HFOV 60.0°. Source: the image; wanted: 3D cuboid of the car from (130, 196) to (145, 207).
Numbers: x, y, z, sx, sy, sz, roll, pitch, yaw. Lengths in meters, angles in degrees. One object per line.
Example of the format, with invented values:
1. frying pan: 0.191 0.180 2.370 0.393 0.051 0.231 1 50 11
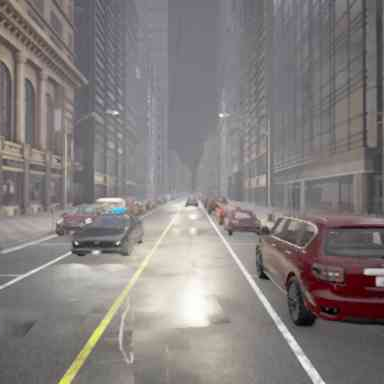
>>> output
1. car: -5.854 1.328 29.484 2.192 1.841 5.009 1 0 0

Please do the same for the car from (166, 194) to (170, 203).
1. car: -5.860 1.324 63.232 2.192 1.841 5.009 1 0 0

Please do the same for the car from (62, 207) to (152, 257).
1. car: -3.056 1.557 13.325 2.033 1.411 5.357 0 0 1

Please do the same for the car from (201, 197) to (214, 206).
1. car: 2.665 1.562 57.604 2.008 1.369 4.403 1 0 0

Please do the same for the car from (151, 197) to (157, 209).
1. car: -5.858 1.558 40.733 1.887 1.381 4.507 1 0 0

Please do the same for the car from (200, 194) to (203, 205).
1. car: 2.669 1.328 46.355 2.192 1.841 5.009 1 0 0

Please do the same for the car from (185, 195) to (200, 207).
1. car: -0.009 1.576 50.110 1.994 1.385 4.181 0 0 0

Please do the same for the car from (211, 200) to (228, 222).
1. car: 2.671 1.557 23.857 1.887 1.381 4.507 1 0 0

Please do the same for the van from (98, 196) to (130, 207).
1. van: -5.853 1.353 23.859 1.690 1.788 3.998 1 0 0

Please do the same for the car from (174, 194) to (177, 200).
1. car: -5.869 1.570 91.355 1.947 1.339 4.313 1 0 0

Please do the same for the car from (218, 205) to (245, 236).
1. car: 2.672 1.593 18.233 1.802 1.307 4.206 1 0 0

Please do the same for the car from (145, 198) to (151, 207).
1. car: -5.857 1.564 35.108 2.008 1.369 4.403 1 0 0

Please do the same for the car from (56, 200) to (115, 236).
1. car: -5.853 1.451 18.234 1.967 1.590 4.097 1 0 0

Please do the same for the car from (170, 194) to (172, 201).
1. car: -5.864 1.558 68.856 2.008 1.369 4.403 1 0 0

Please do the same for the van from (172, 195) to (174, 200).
1. van: -5.864 1.346 80.106 1.690 1.788 3.998 1 0 0

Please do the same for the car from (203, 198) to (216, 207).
1. car: 2.665 1.594 51.979 1.802 1.307 4.206 1 0 0

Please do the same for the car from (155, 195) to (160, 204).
1. car: -5.859 1.538 46.188 1.752 1.417 4.829 1 0 0

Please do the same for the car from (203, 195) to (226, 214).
1. car: 2.671 1.329 35.106 2.192 1.841 5.009 1 0 0

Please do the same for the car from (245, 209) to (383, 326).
1. car: 2.676 1.322 6.983 2.192 1.841 5.009 1 0 0

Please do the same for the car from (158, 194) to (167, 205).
1. car: -5.861 1.555 57.607 1.887 1.381 4.507 1 0 0
